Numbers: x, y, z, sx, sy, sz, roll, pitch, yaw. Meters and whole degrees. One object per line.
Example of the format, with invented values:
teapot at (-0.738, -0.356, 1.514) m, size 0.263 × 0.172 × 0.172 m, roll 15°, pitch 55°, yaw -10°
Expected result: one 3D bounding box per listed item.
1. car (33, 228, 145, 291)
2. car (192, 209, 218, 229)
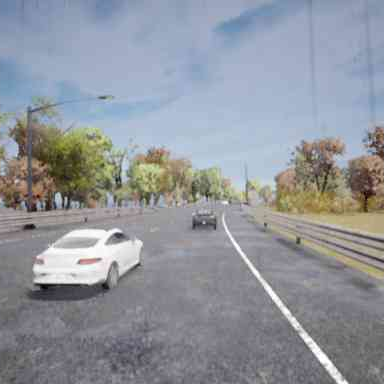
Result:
car at (-2.718, 1.762, 9.638) m, size 1.812 × 1.442 × 4.674 m, roll -1°, pitch -1°, yaw 6°
car at (1.042, 2.069, 26.497) m, size 2.128 × 1.511 × 4.902 m, roll -1°, pitch -1°, yaw 4°
